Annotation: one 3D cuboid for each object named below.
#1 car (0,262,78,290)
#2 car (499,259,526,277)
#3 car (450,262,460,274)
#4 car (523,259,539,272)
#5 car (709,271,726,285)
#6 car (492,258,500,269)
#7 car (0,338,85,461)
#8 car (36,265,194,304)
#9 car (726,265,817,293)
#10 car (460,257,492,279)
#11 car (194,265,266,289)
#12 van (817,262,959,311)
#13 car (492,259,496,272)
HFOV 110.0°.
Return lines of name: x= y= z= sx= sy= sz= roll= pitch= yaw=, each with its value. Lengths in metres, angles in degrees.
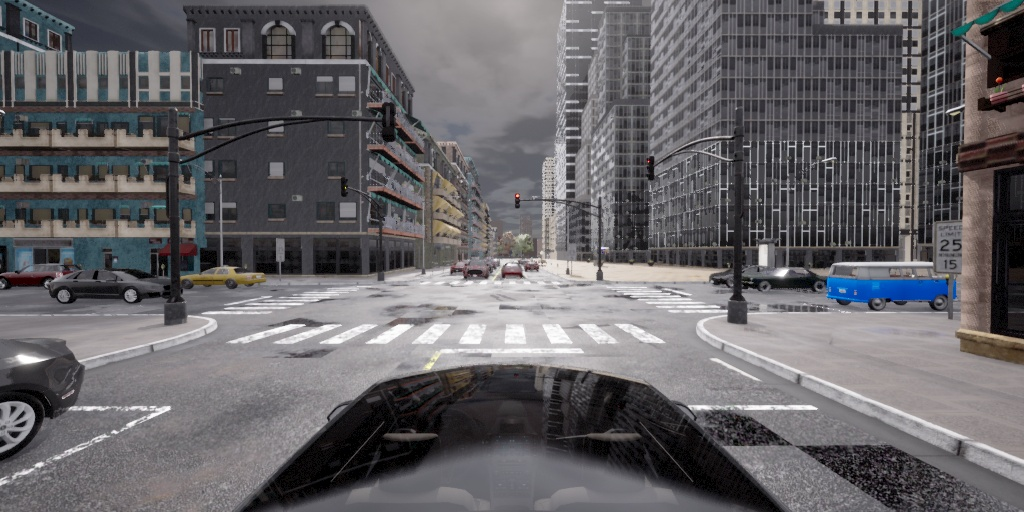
car: x=-28.842 y=1.190 z=22.082 sx=4.097 sy=1.591 sz=1.967 roll=0 pitch=0 yaw=0
car: x=0.022 y=1.309 z=35.519 sx=1.994 sy=1.385 sz=4.181 roll=0 pitch=0 yaw=-1
car: x=-5.810 y=1.289 z=40.256 sx=1.888 sy=1.381 sz=4.507 roll=0 pitch=0 yaw=0
car: x=2.519 y=1.289 z=45.988 sx=1.888 sy=1.381 sz=4.507 roll=0 pitch=0 yaw=0
car: x=14.613 y=1.215 z=22.290 sx=4.313 sy=1.339 sz=1.948 roll=0 pitch=0 yaw=0
car: x=-3.252 y=1.346 z=53.011 sx=1.895 sy=1.301 sz=4.718 roll=0 pitch=0 yaw=0
car: x=-5.690 y=1.300 z=2.190 sx=2.007 sy=1.370 sz=4.403 roll=0 pitch=0 yaw=0
car: x=-17.901 y=1.314 z=16.331 sx=4.892 sy=1.490 sz=1.837 roll=0 pitch=1 yaw=0
car: x=14.800 y=1.289 z=19.692 sx=4.718 sy=1.301 sz=1.895 roll=0 pitch=1 yaw=0
car: x=-3.171 y=1.097 z=32.539 sx=2.097 sy=1.767 sz=4.553 roll=0 pitch=0 yaw=-1
car: x=-17.945 y=1.247 z=22.134 sx=4.829 sy=1.417 sz=1.751 roll=0 pitch=0 yaw=0
van: x=14.653 y=1.117 z=13.910 sx=3.998 sy=1.789 sz=1.690 roll=0 pitch=0 yaw=0
car: x=-3.225 y=1.345 z=42.756 sx=1.895 sy=1.301 sz=4.718 roll=0 pitch=0 yaw=0
